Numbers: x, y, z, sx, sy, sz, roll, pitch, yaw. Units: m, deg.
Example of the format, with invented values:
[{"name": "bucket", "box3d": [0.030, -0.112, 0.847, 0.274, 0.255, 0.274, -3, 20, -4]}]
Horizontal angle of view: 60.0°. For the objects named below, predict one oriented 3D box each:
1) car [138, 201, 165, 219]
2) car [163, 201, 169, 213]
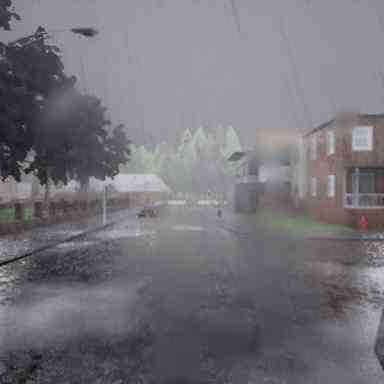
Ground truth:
[{"name": "car", "box3d": [-4.072, 1.891, 32.669, 1.895, 1.301, 4.718, 0, -1, 0]}, {"name": "car", "box3d": [-4.049, 1.863, 43.500, 1.882, 1.535, 5.008, 0, -1, 1]}]
